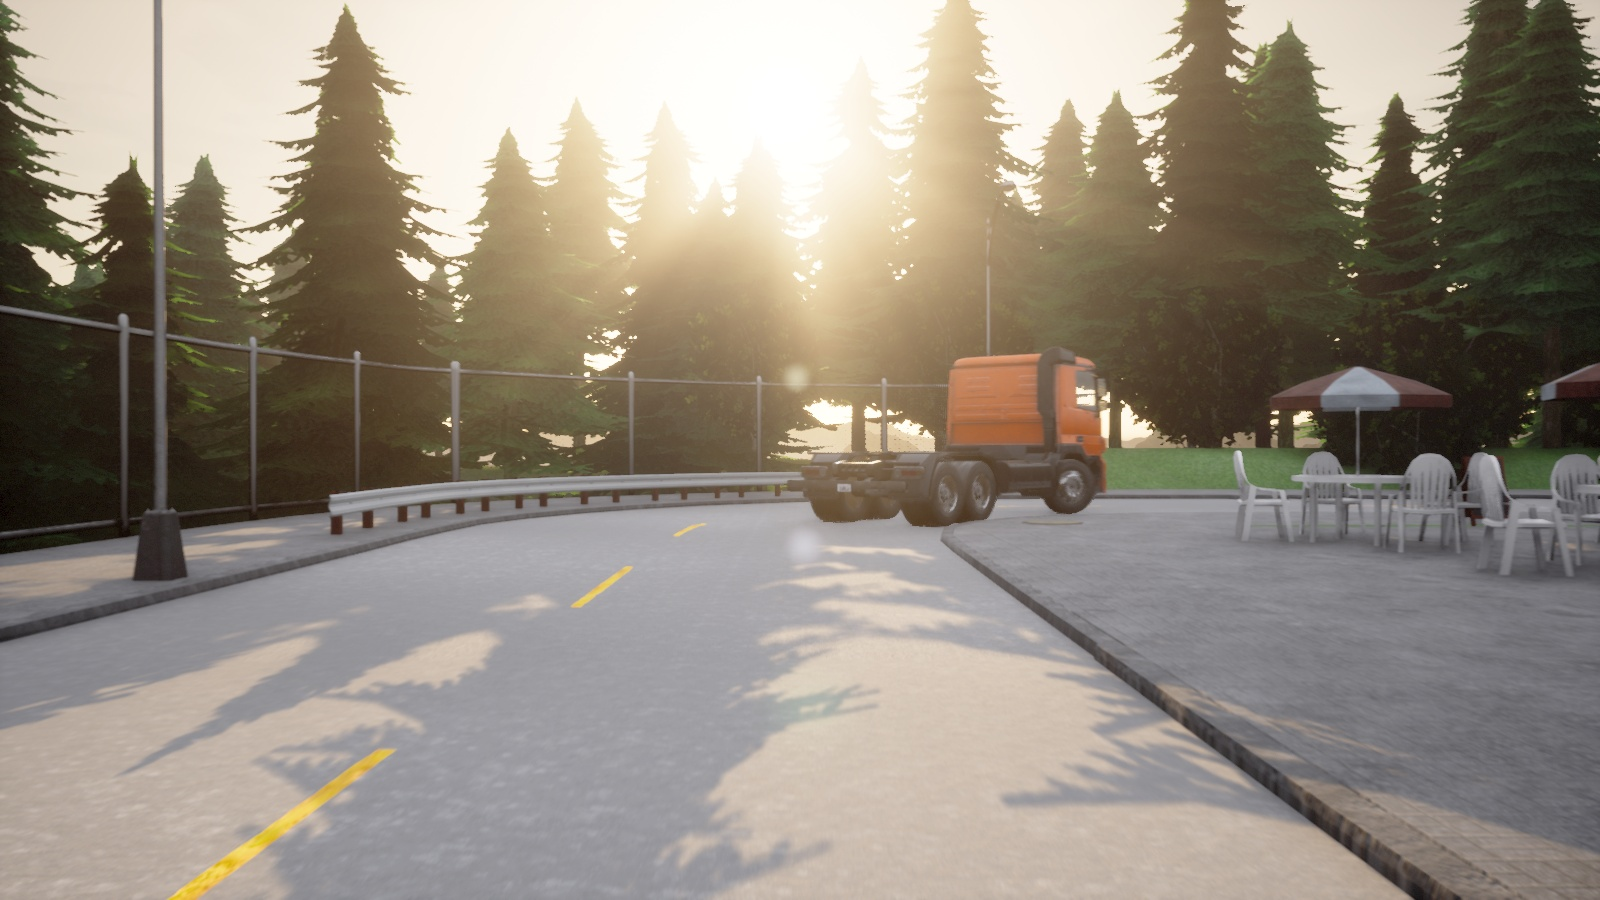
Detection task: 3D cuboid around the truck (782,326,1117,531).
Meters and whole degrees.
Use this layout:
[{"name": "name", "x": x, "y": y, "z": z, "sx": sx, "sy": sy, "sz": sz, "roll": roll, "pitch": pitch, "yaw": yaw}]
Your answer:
[{"name": "truck", "x": 3.282, "y": -0.374, "z": 25.166, "sx": 2.891, "sy": 3.462, "sz": 7.936, "roll": 0, "pitch": 0, "yaw": 39}]
